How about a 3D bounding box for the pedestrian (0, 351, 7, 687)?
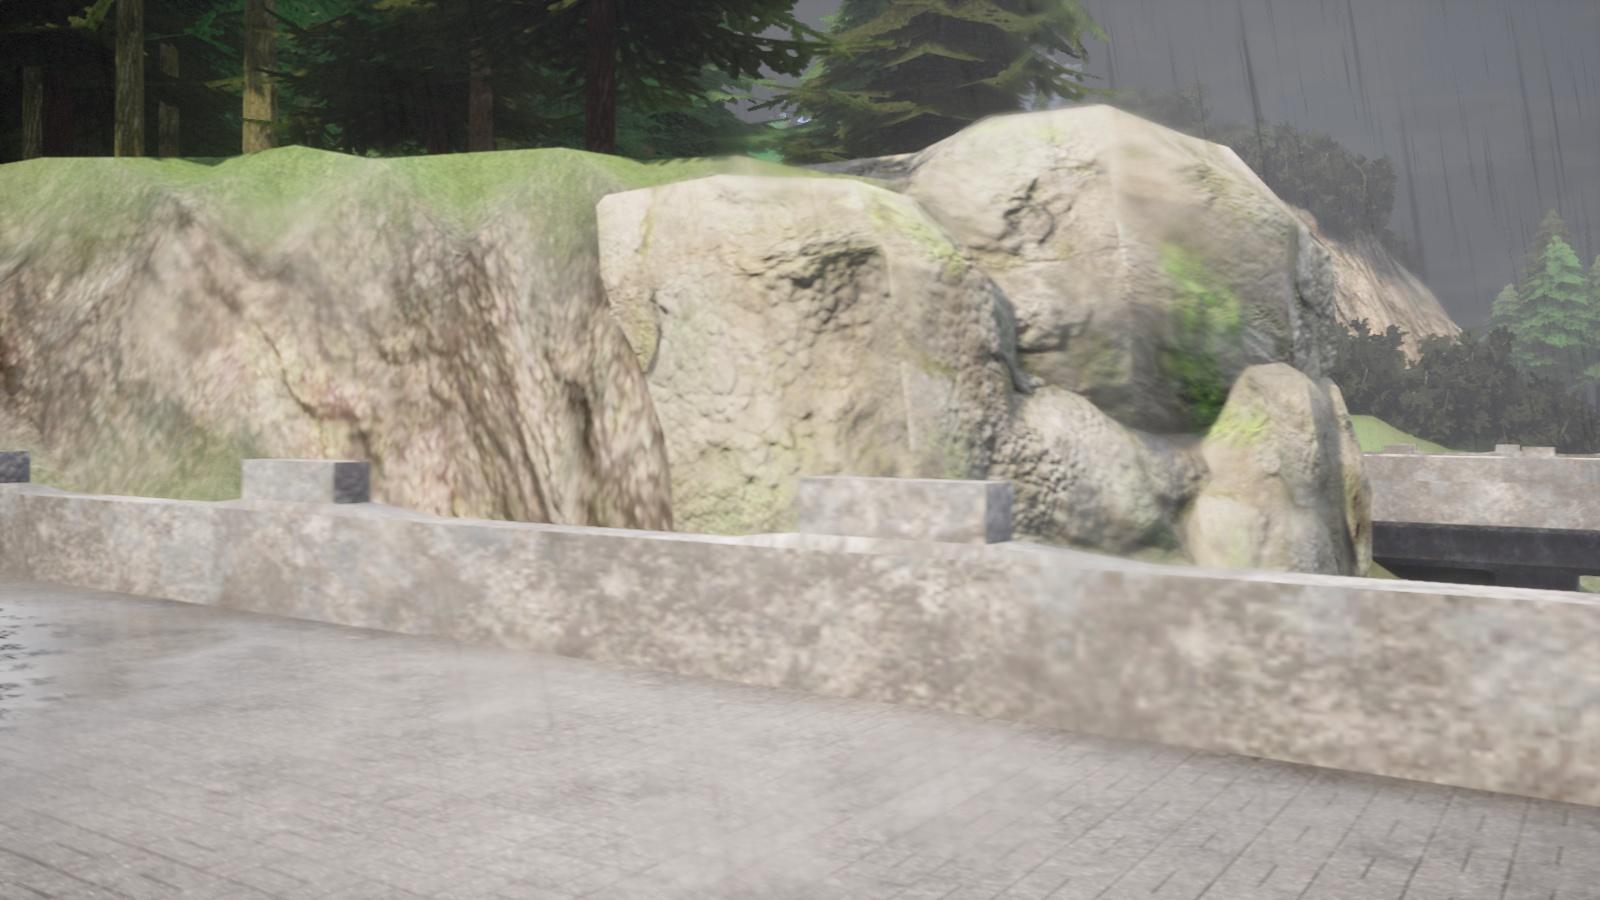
[{"bbox_3d":[-4.984,0.391,7.010,0.849,1.883,0.563,0,1,28],"label":"pedestrian"}]
